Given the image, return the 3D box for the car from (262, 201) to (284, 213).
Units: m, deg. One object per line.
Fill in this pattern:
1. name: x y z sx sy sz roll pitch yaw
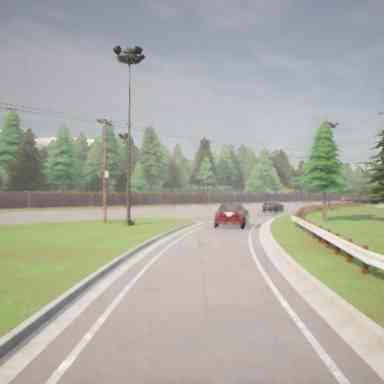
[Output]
1. car: 10.439 1.849 42.606 2.128 1.511 4.902 0 -1 29

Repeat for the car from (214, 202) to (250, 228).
1. car: 2.947 1.543 23.917 2.097 1.767 4.553 0 0 14
